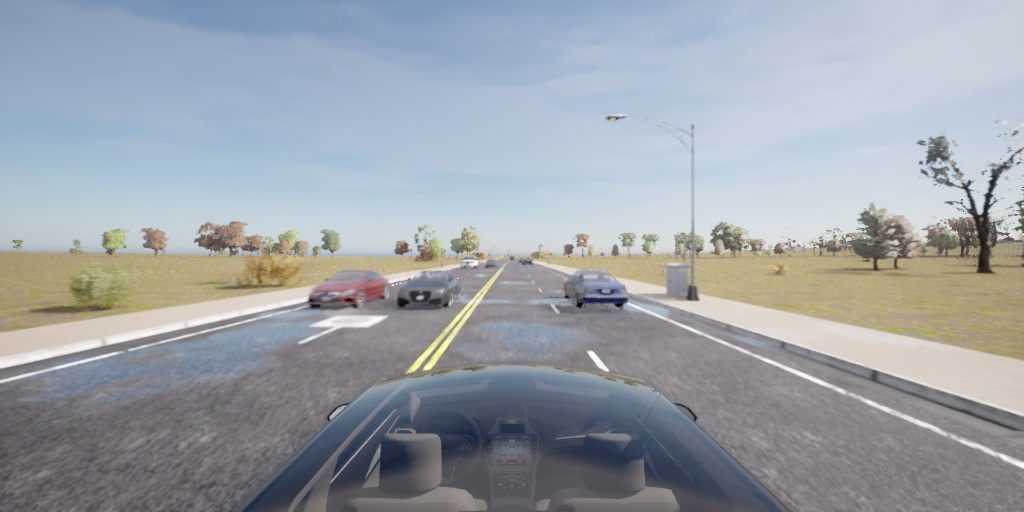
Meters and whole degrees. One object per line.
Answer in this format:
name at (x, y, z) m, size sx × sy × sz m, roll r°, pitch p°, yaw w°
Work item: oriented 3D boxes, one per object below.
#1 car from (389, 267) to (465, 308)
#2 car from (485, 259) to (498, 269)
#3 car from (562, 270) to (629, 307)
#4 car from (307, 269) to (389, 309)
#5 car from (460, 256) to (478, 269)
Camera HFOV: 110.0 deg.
car at (-3.343, 1.314, 15.027) m, size 1.994 × 1.385 × 4.181 m, roll 0°, pitch 0°, yaw 0°
car at (-3.280, 1.249, 56.753) m, size 1.837 × 1.490 × 4.892 m, roll 0°, pitch 0°, yaw 1°
car at (3.355, 1.297, 15.308) m, size 2.033 × 1.411 × 5.357 m, roll 0°, pitch 0°, yaw 0°
car at (-6.593, 1.276, 15.074) m, size 1.812 × 1.442 × 4.674 m, roll 0°, pitch 0°, yaw 0°
car at (-6.529, 0.970, 55.307) m, size 2.150 × 2.045 × 5.566 m, roll 0°, pitch 0°, yaw 1°
